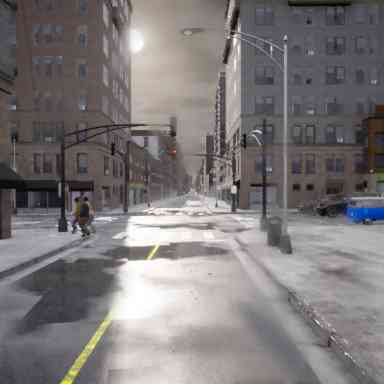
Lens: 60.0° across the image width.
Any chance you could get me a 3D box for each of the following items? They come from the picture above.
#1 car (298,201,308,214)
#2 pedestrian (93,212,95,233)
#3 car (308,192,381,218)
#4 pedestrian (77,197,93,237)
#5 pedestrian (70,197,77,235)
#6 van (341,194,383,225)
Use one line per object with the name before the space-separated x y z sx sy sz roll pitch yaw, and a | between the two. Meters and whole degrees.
car | 12.237 1.117 30.077 5.009 1.841 2.192 -1 1 0
pedestrian | -5.185 1.138 16.526 0.375 1.860 0.375 0 0 0
car | 12.915 1.034 27.427 5.566 2.045 2.150 -1 0 0
pedestrian | -4.902 1.130 15.235 0.375 1.860 0.375 0 0 0
pedestrian | -5.459 1.139 15.853 0.375 1.860 0.375 0 0 0
van | 12.217 1.203 21.553 3.998 1.788 1.690 -1 1 0
